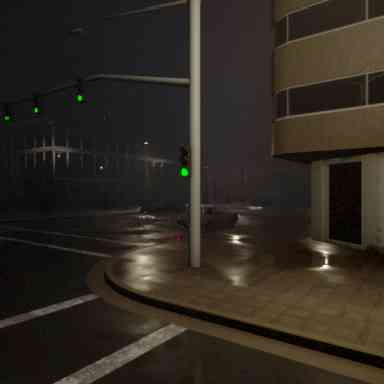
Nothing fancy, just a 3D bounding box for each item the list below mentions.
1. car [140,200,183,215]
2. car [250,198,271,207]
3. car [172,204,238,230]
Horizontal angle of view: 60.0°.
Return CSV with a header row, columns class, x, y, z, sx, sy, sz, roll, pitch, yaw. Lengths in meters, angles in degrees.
class,x,y,z,sx,sy,sz,roll,pitch,yaw
car,-2.853,1.557,33.768,2.033,1.411,5.357,0,0,36
car,10.722,1.574,52.160,1.994,1.385,4.181,0,0,37
car,1.119,1.606,21.253,1.895,1.301,4.718,0,0,36
